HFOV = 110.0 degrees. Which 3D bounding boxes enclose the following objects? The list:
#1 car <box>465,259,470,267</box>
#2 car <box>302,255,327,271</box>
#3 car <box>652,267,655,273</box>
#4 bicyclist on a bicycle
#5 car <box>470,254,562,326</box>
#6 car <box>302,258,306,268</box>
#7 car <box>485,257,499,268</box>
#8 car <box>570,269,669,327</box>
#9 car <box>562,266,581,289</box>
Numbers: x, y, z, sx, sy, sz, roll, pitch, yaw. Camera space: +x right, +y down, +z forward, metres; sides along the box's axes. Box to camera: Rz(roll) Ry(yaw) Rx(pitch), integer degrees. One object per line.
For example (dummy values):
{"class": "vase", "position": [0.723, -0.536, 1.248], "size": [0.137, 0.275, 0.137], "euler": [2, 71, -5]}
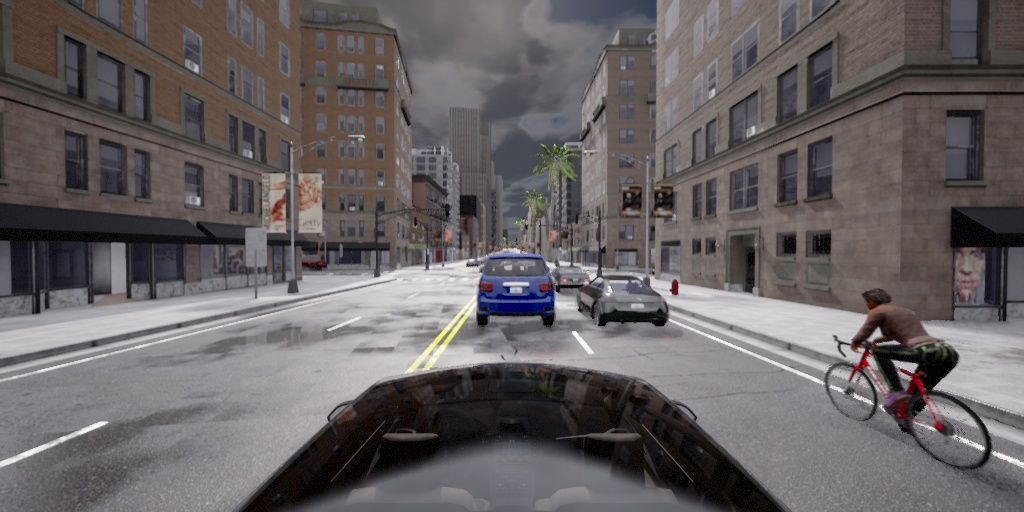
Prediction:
{"class": "car", "position": [-6.646, 1.221, 60.437], "size": [1.994, 1.385, 4.181], "euler": [0, 0, 0]}
{"class": "car", "position": [-23.948, 0.777, 41.099], "size": [5.009, 1.841, 2.192], "euler": [0, 0, -9]}
{"class": "car", "position": [16.162, 1.463, 35.660], "size": [4.313, 1.339, 1.948], "euler": [0, 0, 0]}
{"class": "bicyclist on a bicycle", "position": [4.142, 1.199, 3.915], "size": [0.582, 1.620, 1.656], "euler": [0, 0, 0]}
{"class": "car", "position": [0.089, 0.954, 11.688], "size": [2.150, 2.045, 5.566], "euler": [0, 0, 0]}
{"class": "car", "position": [-23.537, 1.054, 35.317], "size": [4.892, 1.490, 1.837], "euler": [1, 1, -9]}
{"class": "car", "position": [-3.396, 1.009, 60.481], "size": [2.097, 1.767, 4.553], "euler": [0, 0, 0]}
{"class": "car", "position": [3.322, 1.298, 11.524], "size": [1.994, 1.385, 4.181], "euler": [0, 0, 0]}
{"class": "car", "position": [3.225, 1.266, 20.756], "size": [2.033, 1.411, 5.357], "euler": [0, 0, 0]}
